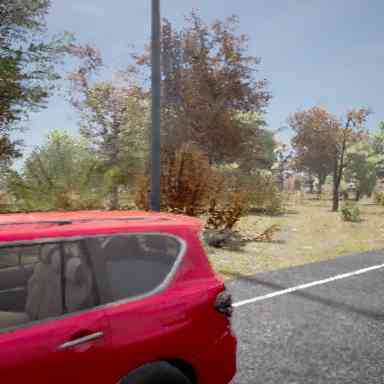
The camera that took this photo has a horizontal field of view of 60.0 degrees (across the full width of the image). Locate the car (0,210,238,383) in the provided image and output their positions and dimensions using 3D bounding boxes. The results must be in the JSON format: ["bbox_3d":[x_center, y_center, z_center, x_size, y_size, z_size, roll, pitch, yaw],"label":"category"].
[{"bbox_3d":[-2.161,1.221,2.451,5.566,2.045,2.150,0,0,-36],"label":"car"}]
